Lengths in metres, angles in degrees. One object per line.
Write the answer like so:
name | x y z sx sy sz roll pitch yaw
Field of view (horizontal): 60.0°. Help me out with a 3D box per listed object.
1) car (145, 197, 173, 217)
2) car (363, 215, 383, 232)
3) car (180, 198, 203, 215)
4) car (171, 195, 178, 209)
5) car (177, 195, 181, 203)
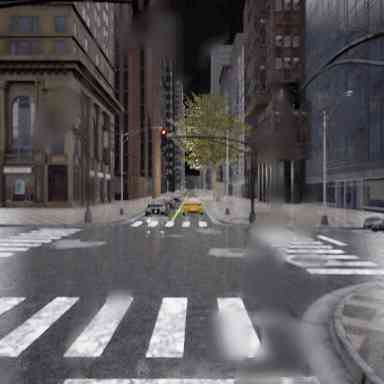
car | -3.112 1.481 30.494 1.994 1.385 4.181 0 0 0
car | 11.920 1.626 18.539 4.403 1.369 2.008 0 0 0
car | 0.084 1.378 33.081 1.882 1.535 5.008 0 0 0
car | -3.117 1.437 42.123 1.895 1.301 4.718 0 0 0
car | -3.068 1.273 61.044 1.895 1.301 4.718 0 1 1
